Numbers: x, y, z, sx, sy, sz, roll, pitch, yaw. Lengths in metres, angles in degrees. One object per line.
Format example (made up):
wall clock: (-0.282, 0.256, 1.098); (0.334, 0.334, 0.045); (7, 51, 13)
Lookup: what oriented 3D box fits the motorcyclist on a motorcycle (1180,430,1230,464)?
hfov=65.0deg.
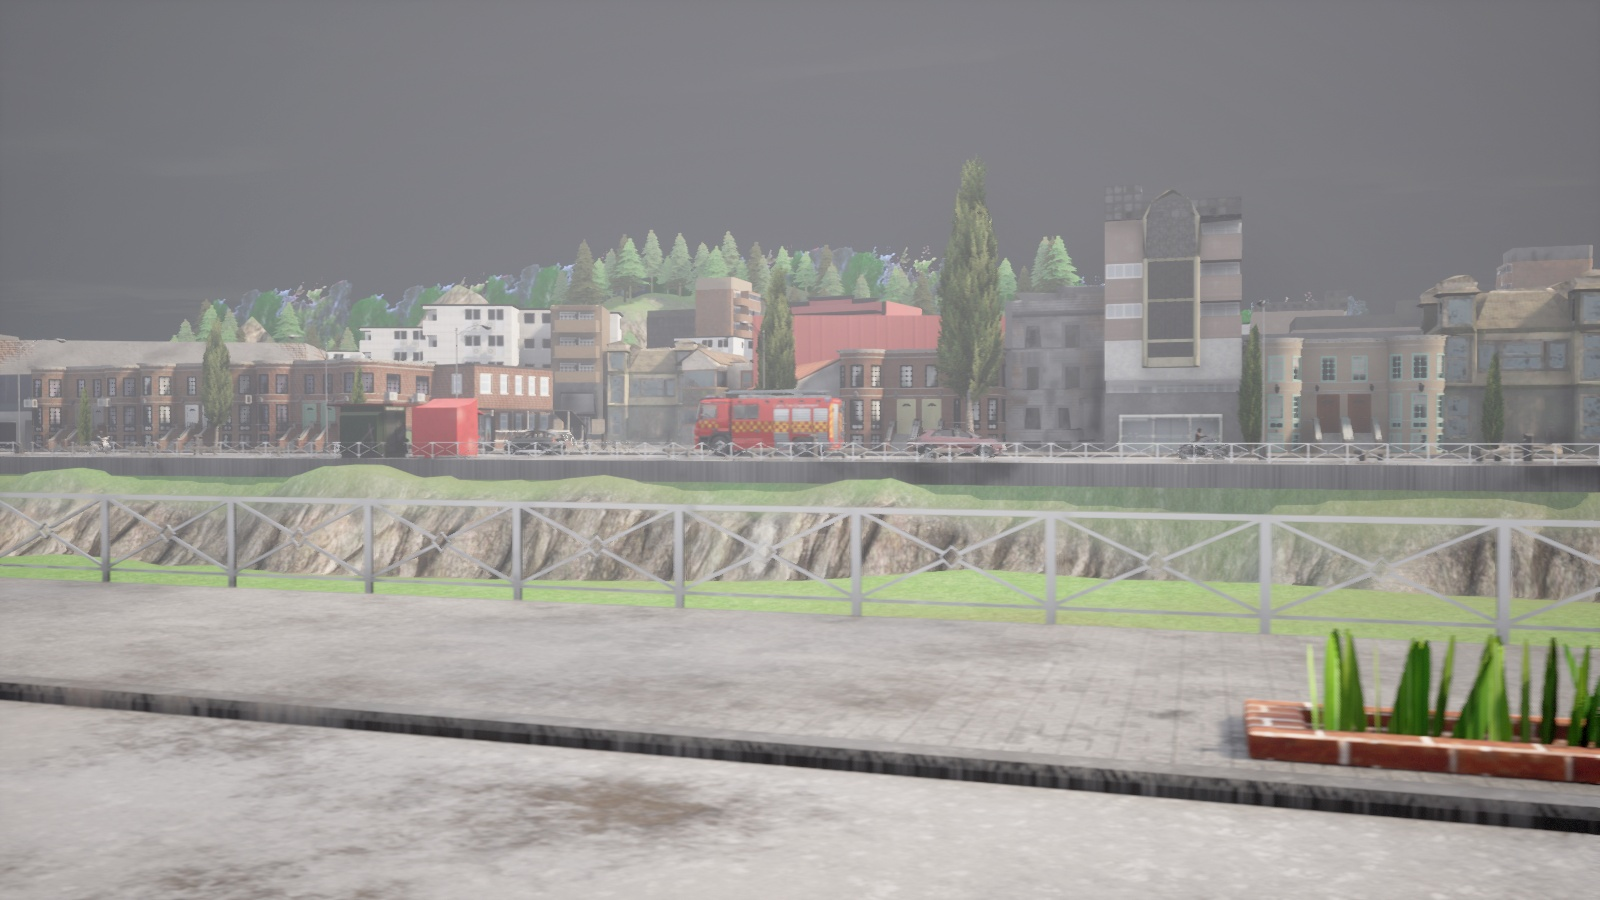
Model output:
motorcyclist on a motorcycle: (20.015, -0.140, 62.066); (2.350, 1.649, 0.766); (1, 1, 18)

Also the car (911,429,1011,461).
car: (8.446, -0.282, 65.796); (4.856, 1.649, 2.033); (1, 1, 18)

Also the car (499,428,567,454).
car: (-16.579, -0.567, 78.065); (3.705, 1.549, 1.789); (1, 1, 18)

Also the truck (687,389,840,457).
truck: (-2.134, -1.558, 73.393); (8.468, 3.827, 2.891); (1, 1, 18)
